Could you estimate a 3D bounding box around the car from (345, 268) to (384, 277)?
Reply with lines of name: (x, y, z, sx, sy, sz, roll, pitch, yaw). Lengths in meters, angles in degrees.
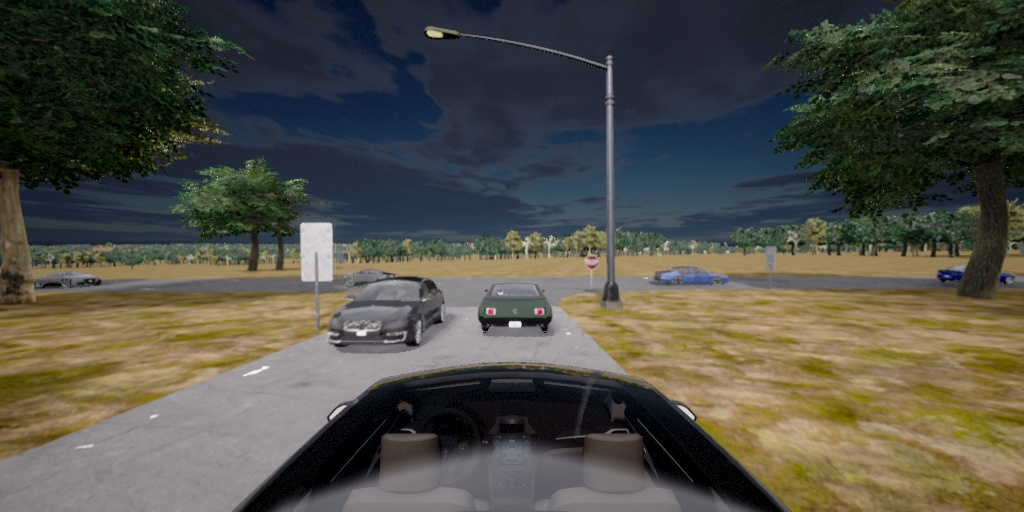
car: (-11.028, 1.700, 28.442, 4.181, 1.385, 1.994, 0, 2, 2)

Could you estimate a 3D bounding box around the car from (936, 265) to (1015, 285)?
car: (37.422, 1.481, 28.967, 5.008, 1.535, 1.882, 0, 2, -3)

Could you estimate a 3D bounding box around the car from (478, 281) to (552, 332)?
car: (0.096, 1.432, 11.157, 1.895, 1.301, 4.718, 0, 0, 0)

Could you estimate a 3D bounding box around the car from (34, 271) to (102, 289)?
car: (-37.228, 1.953, 30.123, 4.181, 1.385, 1.994, -1, 2, 5)

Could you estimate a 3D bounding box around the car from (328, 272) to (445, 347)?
car: (-3.013, 1.323, 9.587, 1.837, 1.490, 4.892, 0, -1, 0)

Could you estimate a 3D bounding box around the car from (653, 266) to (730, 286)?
car: (13.951, 1.534, 28.122, 5.357, 1.411, 2.033, 0, 2, -1)
